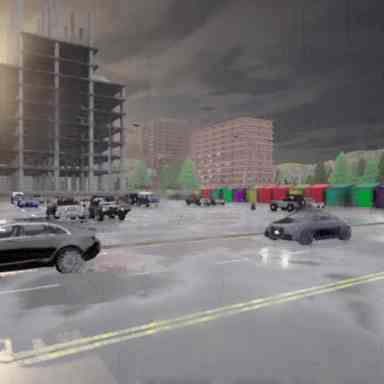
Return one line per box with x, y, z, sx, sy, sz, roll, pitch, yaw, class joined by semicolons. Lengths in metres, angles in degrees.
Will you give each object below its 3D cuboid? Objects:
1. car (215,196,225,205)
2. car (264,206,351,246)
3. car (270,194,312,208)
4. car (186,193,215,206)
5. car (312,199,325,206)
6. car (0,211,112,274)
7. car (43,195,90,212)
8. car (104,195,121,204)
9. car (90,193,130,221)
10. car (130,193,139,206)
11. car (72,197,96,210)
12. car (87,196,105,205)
3.399;1.355;51.582;1.784;1.438;3.905;0;0;-32;car
5.364;1.561;15.303;4.181;1.385;1.994;0;0;-31;car
10.199;1.149;35.250;1.905;1.878;3.866;0;0;-32;car
0.907;1.145;50.103;1.932;1.855;4.605;0;0;-32;car
12.661;1.387;36.773;1.970;1.475;3.806;0;0;-32;car
-4.973;1.491;9.059;4.902;1.511;2.128;0;0;-32;car
-8.915;1.151;23.345;1.932;1.855;4.605;0;0;-32;car
-14.025;1.356;58.481;1.784;1.438;3.905;0;0;-32;car
-6.431;1.153;24.831;1.905;1.878;3.866;0;0;-32;car
-11.775;1.145;59.944;1.932;1.855;4.605;0;0;-32;car
-13.381;1.391;41.083;1.970;1.475;3.806;0;0;-32;car
-16.481;1.388;56.949;1.970;1.475;3.806;0;0;-32;car
